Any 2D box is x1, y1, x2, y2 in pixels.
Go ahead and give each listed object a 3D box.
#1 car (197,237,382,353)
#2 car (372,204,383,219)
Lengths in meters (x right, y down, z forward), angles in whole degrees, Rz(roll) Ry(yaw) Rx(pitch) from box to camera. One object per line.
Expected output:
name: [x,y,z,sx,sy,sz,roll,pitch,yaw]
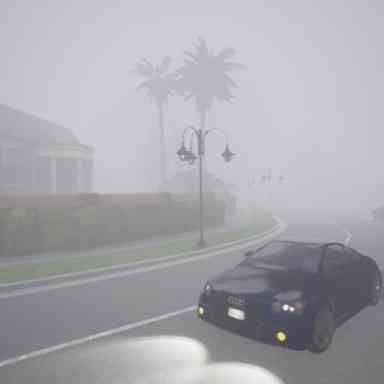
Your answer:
car: [2.032,1.599,6.306,1.994,1.385,4.181,-1,-1,44]
car: [16.447,1.670,27.488,1.994,1.385,4.181,-1,-1,12]
